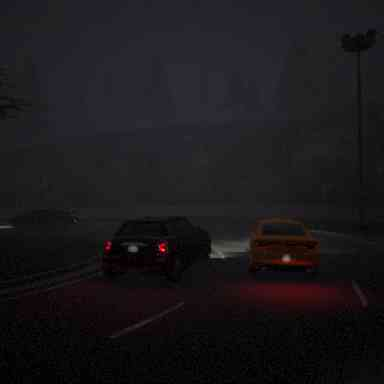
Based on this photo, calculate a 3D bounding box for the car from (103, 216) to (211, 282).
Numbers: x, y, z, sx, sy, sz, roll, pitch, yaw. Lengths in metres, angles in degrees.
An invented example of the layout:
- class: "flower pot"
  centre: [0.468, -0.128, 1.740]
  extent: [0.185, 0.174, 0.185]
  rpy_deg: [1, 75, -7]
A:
- class: "car"
  centre: [-0.867, 1.525, 10.622]
  extent: [2.097, 1.767, 4.553]
  rpy_deg: [-1, -1, 18]

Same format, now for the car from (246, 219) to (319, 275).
- class: "car"
  centre: [2.868, 1.627, 11.110]
  extent: [1.882, 1.535, 5.008]
  rpy_deg: [0, -1, 9]

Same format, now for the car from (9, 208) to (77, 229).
- class: "car"
  centre: [-11.462, 1.991, 25.668]
  extent: [4.892, 1.490, 1.837]
  rpy_deg: [0, -3, -1]
